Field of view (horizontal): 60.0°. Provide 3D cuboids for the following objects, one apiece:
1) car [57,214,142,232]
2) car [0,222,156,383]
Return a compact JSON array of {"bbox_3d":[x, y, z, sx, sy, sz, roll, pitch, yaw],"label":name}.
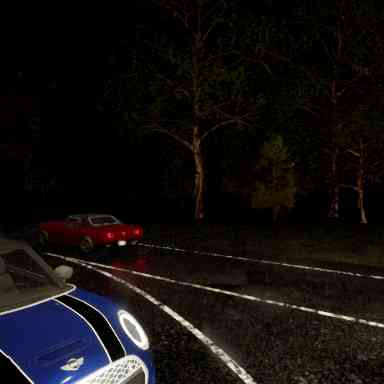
[{"bbox_3d":[-4.278,1.538,13.324,4.718,1.301,1.895,0,0,37],"label":"car"},{"bbox_3d":[-2.561,1.338,3.713,4.553,1.767,2.097,1,0,36],"label":"car"}]
